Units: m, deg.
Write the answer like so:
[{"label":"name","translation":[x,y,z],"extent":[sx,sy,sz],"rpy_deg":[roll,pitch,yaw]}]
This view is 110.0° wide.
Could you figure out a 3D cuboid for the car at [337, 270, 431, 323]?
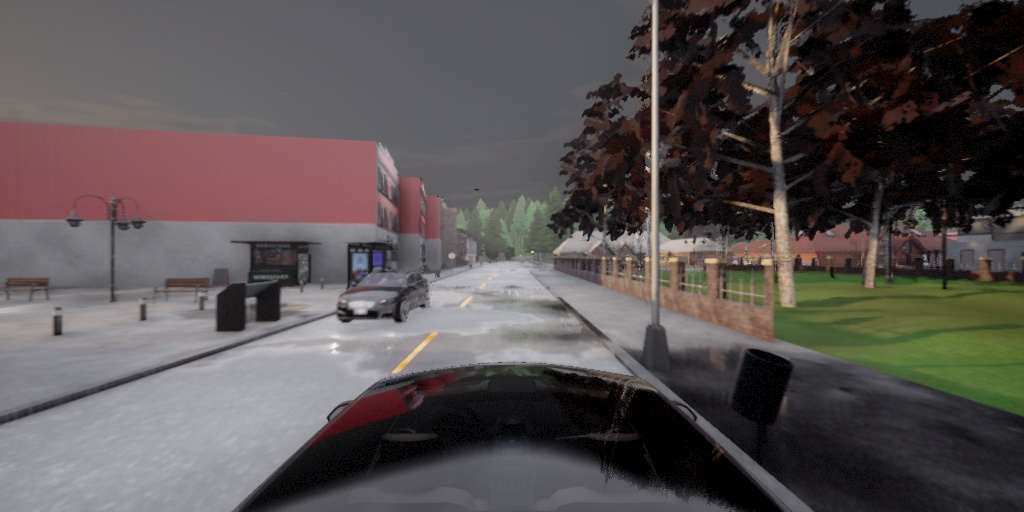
[{"label":"car","translation":[-4.084,1.239,12.135],"extent":[2.128,1.511,4.902],"rpy_deg":[0,0,0]}]
